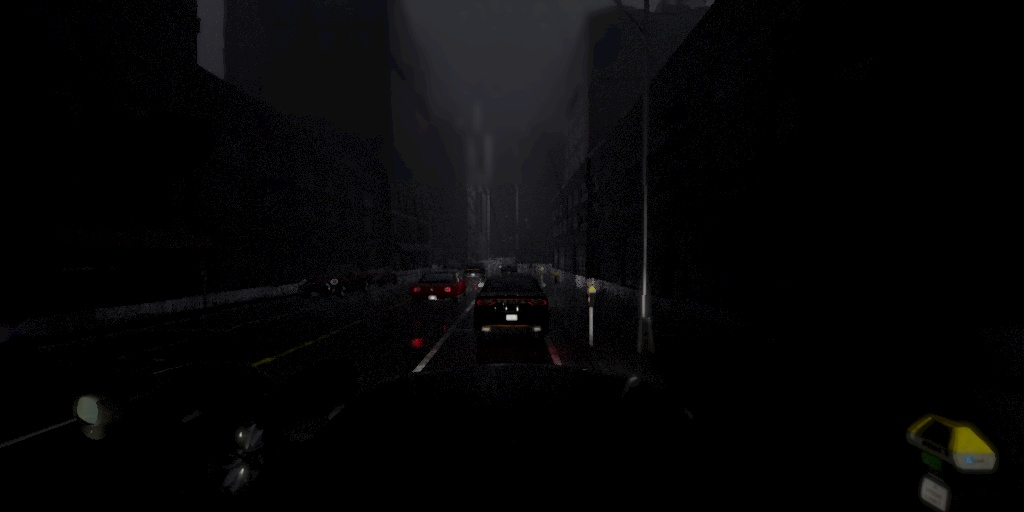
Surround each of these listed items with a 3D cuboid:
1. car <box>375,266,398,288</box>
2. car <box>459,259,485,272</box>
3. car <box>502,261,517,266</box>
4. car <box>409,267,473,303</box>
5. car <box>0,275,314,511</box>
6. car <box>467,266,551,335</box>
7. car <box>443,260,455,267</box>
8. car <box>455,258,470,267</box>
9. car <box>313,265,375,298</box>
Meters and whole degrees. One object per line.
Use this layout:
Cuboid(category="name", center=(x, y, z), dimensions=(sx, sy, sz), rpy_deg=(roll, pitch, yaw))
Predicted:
Cuboid(category="car", center=(-8.815, 1.324, 23.617), dimensions=(1.802, 1.307, 4.207), rpy_deg=(0, 0, 0))
Cuboid(category="car", center=(-3.145, 1.256, 31.415), dimensions=(1.837, 1.490, 4.892), rpy_deg=(0, 0, 0))
Cuboid(category="car", center=(-0.273, 1.286, 34.789), dimensions=(2.007, 1.370, 4.403), rpy_deg=(0, 0, 0))
Cuboid(category="car", center=(-3.146, 1.363, 16.445), dimensions=(1.895, 1.301, 4.718), rpy_deg=(0, 0, 0))
Cuboid(category="car", center=(-3.145, 1.101, 1.470), dimensions=(2.097, 1.767, 4.553), rpy_deg=(0, 0, 0))
Cuboid(category="car", center=(-0.006, 1.225, 10.502), dimensions=(1.882, 1.535, 5.008), rpy_deg=(0, 0, 0))
Cuboid(category="car", center=(-8.815, 1.266, 51.546), dimensions=(1.888, 1.381, 4.507), rpy_deg=(0, 0, 0))
Cuboid(category="car", center=(-6.146, 1.129, 49.446), dimensions=(2.097, 1.767, 4.553), rpy_deg=(0, 0, 0))
Cuboid(category="car", center=(-8.815, 1.184, 18.031), dimensions=(1.967, 1.591, 4.097), rpy_deg=(0, 0, 0))
